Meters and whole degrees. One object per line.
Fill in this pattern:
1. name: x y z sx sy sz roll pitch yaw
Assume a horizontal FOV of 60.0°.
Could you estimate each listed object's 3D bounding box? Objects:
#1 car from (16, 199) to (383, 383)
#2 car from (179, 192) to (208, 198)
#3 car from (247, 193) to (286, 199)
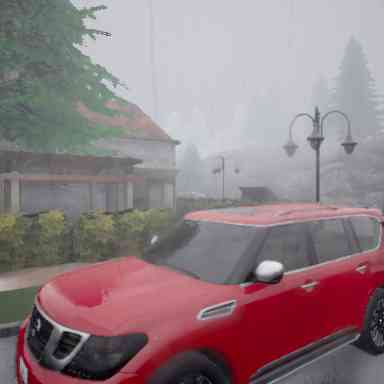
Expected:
1. car: 0.767 1.221 4.543 5.566 2.045 2.150 0 0 -36
2. car: 0.444 1.058 40.433 2.150 2.045 5.566 0 0 -35
3. car: 7.249 1.059 30.862 2.150 2.045 5.566 0 0 -35
